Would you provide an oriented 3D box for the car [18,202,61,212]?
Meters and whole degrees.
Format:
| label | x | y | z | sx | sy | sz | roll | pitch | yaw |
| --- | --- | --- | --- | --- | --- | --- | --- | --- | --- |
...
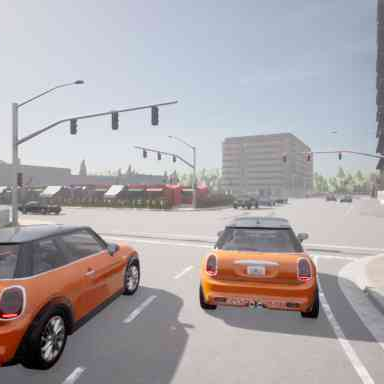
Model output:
| label | x | y | z | sx | sy | sz | roll | pitch | yaw |
| --- | --- | --- | --- | --- | --- | --- | --- | --- | --- |
| car | -15.694 | 1.656 | 34.351 | 4.718 | 1.301 | 1.895 | 0 | 0 | 28 |

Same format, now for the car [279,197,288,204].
| label | x | y | z | sx | sy | sz | roll | pitch | yaw |
| --- | --- | --- | --- | --- | --- | --- | --- | --- | --- |
| car | 16.503 | 1.601 | 62.183 | 1.895 | 1.301 | 4.718 | 0 | 0 | 28 |

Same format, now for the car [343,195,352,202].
| label | x | y | z | sx | sy | sz | roll | pitch | yaw |
| --- | --- | --- | --- | --- | --- | --- | --- | --- | --- |
| car | 36.450 | 1.500 | 77.816 | 1.837 | 1.490 | 4.892 | 0 | 0 | 27 |

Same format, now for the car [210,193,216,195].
| label | x | y | z | sx | sy | sz | roll | pitch | yaw |
| --- | --- | --- | --- | --- | --- | --- | --- | --- | --- |
| car | 4.794 | 1.209 | 86.873 | 4.605 | 1.855 | 1.932 | 0 | 0 | 28 |

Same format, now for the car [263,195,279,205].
| label | x | y | z | sx | sy | sz | roll | pitch | yaw |
| --- | --- | --- | --- | --- | --- | --- | --- | --- | --- |
| car | 11.887 | 1.352 | 53.336 | 2.097 | 1.767 | 4.553 | 0 | 0 | 27 |

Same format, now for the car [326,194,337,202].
| label | x | y | z | sx | sy | sz | roll | pitch | yaw |
| --- | --- | --- | --- | --- | --- | --- | --- | --- | --- |
| car | 33.309 | 1.355 | 79.361 | 2.097 | 1.767 | 4.553 | 0 | 0 | 27 |

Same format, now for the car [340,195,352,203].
| label | x | y | z | sx | sy | sz | roll | pitch | yaw |
| --- | --- | --- | --- | --- | --- | --- | --- | --- | --- |
| car | 31.886 | 1.595 | 68.980 | 1.895 | 1.301 | 4.718 | 0 | 0 | 27 |

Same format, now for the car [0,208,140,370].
| label | x | y | z | sx | sy | sz | roll | pitch | yaw |
| --- | --- | --- | --- | --- | --- | --- | --- | --- | --- |
| car | -2.517 | 1.352 | 6.008 | 2.097 | 1.767 | 4.553 | 0 | 0 | 9 |

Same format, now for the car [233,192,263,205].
| label | x | y | z | sx | sy | sz | roll | pitch | yaw |
| --- | --- | --- | --- | --- | --- | --- | --- | --- | --- |
| car | 7.304 | 1.221 | 44.482 | 2.150 | 2.045 | 5.566 | 0 | 0 | 27 |

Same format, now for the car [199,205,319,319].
| label | x | y | z | sx | sy | sz | roll | pitch | yaw |
| --- | --- | --- | --- | --- | --- | --- | --- | --- | --- |
| car | 1.594 | 1.352 | 7.730 | 2.097 | 1.767 | 4.553 | 0 | 0 | 14 |
